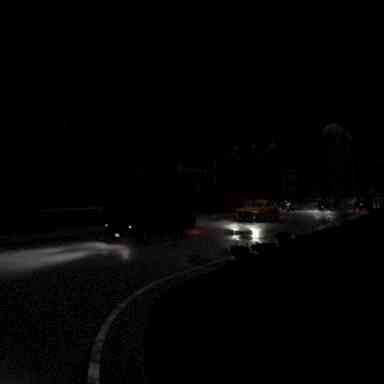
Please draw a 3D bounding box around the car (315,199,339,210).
[{"bbox_3d":[17.188,1.498,42.217,1.895,1.301,4.718,0,0,36],"label":"car"}]

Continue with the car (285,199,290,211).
[{"bbox_3d":[9.367,1.361,36.353,1.816,1.474,4.193,7,3,33],"label":"car"}]

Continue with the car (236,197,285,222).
[{"bbox_3d":[5.133,1.373,25.498,1.882,1.535,5.008,0,0,36],"label":"car"}]

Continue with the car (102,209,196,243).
[{"bbox_3d":[-1.868,1.496,15.716,1.895,1.301,4.718,0,0,36],"label":"car"}]

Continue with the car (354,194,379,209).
[{"bbox_3d":[22.476,1.376,43.380,2.128,1.511,4.902,0,0,36],"label":"car"}]
